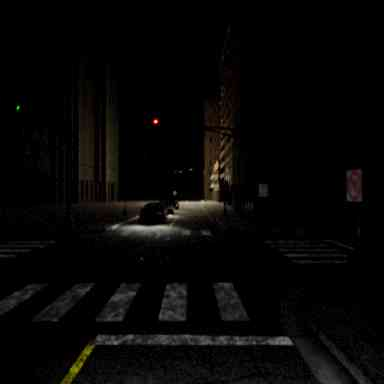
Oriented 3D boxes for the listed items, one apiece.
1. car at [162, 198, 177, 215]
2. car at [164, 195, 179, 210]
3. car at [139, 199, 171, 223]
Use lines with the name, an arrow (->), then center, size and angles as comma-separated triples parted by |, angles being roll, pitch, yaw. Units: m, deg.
car -> -3.037, 1.680, 36.871 | 1.812, 1.442, 4.674 | 0, 0, 0
car -> -3.005, 1.420, 47.583 | 2.150, 2.045, 5.566 | 0, 0, 1
car -> -3.053, 1.591, 26.908 | 1.882, 1.535, 5.008 | 0, 0, 0
